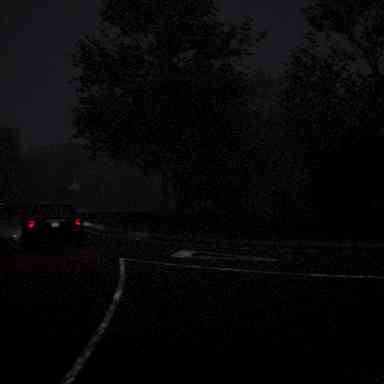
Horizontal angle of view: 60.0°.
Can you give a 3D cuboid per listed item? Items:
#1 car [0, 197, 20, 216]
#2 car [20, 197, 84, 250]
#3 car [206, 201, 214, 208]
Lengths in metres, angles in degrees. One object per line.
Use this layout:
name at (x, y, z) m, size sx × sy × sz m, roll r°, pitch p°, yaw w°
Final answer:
car at (-14.877, 1.164, 27.776) m, size 2.128 × 1.511 × 4.902 m, roll 0°, pitch 0°, yaw 3°
car at (-5.922, 1.179, 13.944) m, size 2.097 × 1.767 × 4.553 m, roll 0°, pitch 1°, yaw -27°
car at (5.928, 3.500, 93.628) m, size 2.435 × 2.045 × 5.566 m, roll 0°, pitch -1°, yaw 27°
